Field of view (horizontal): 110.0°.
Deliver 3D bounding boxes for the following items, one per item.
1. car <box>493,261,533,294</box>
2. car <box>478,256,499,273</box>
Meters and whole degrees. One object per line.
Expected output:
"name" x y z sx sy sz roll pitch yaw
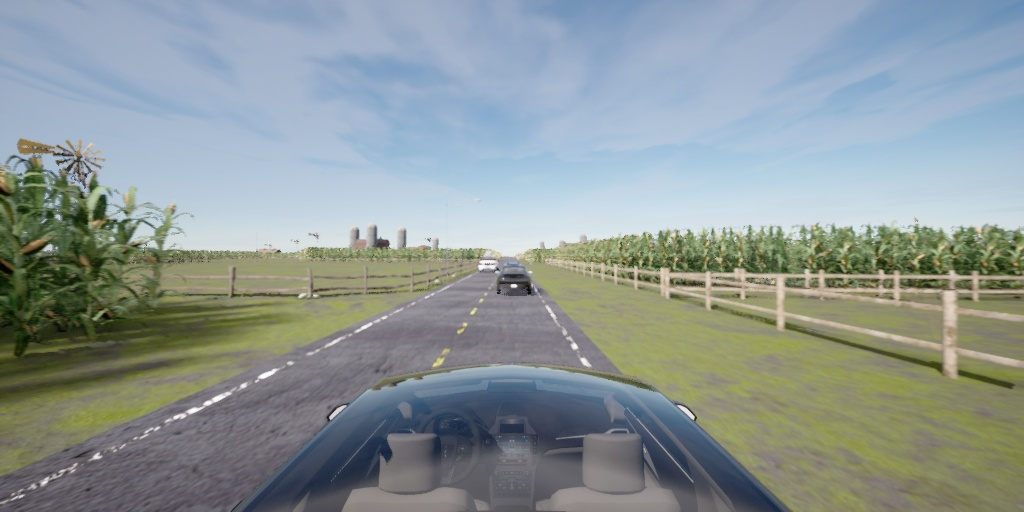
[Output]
"car" 0.104 1.250 20.314 1.837 1.490 4.892 0 0 0
"car" -2.819 0.951 43.913 2.150 2.045 5.566 0 0 0
